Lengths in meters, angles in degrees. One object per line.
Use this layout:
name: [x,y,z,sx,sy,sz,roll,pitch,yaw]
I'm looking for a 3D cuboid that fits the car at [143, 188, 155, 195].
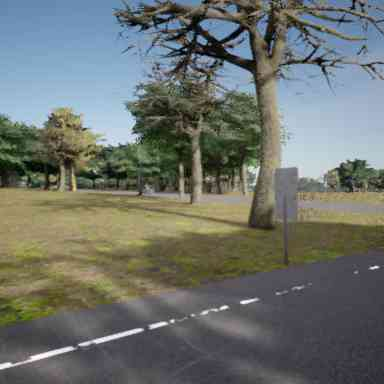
car: [-10.517,-0.153,81.233,1.812,1.442,4.674,-1,2,-28]
